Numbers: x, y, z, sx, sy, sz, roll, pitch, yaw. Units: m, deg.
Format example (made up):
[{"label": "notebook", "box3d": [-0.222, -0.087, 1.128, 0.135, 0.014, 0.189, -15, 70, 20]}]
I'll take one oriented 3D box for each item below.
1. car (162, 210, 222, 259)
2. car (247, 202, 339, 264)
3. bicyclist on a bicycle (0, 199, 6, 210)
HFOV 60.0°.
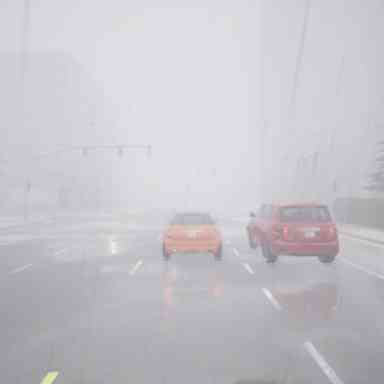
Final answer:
[{"label": "car", "box3d": [0.015, 1.501, 13.402, 2.097, 1.767, 4.553, 0, -1, 0]}, {"label": "car", "box3d": [3.505, 1.365, 12.544, 2.150, 2.045, 5.566, 0, 0, 0]}, {"label": "bicyclist on a bicycle", "box3d": [-28.643, 1.858, 50.238, 0.582, 1.620, 1.656, 0, 0, 1]}]
